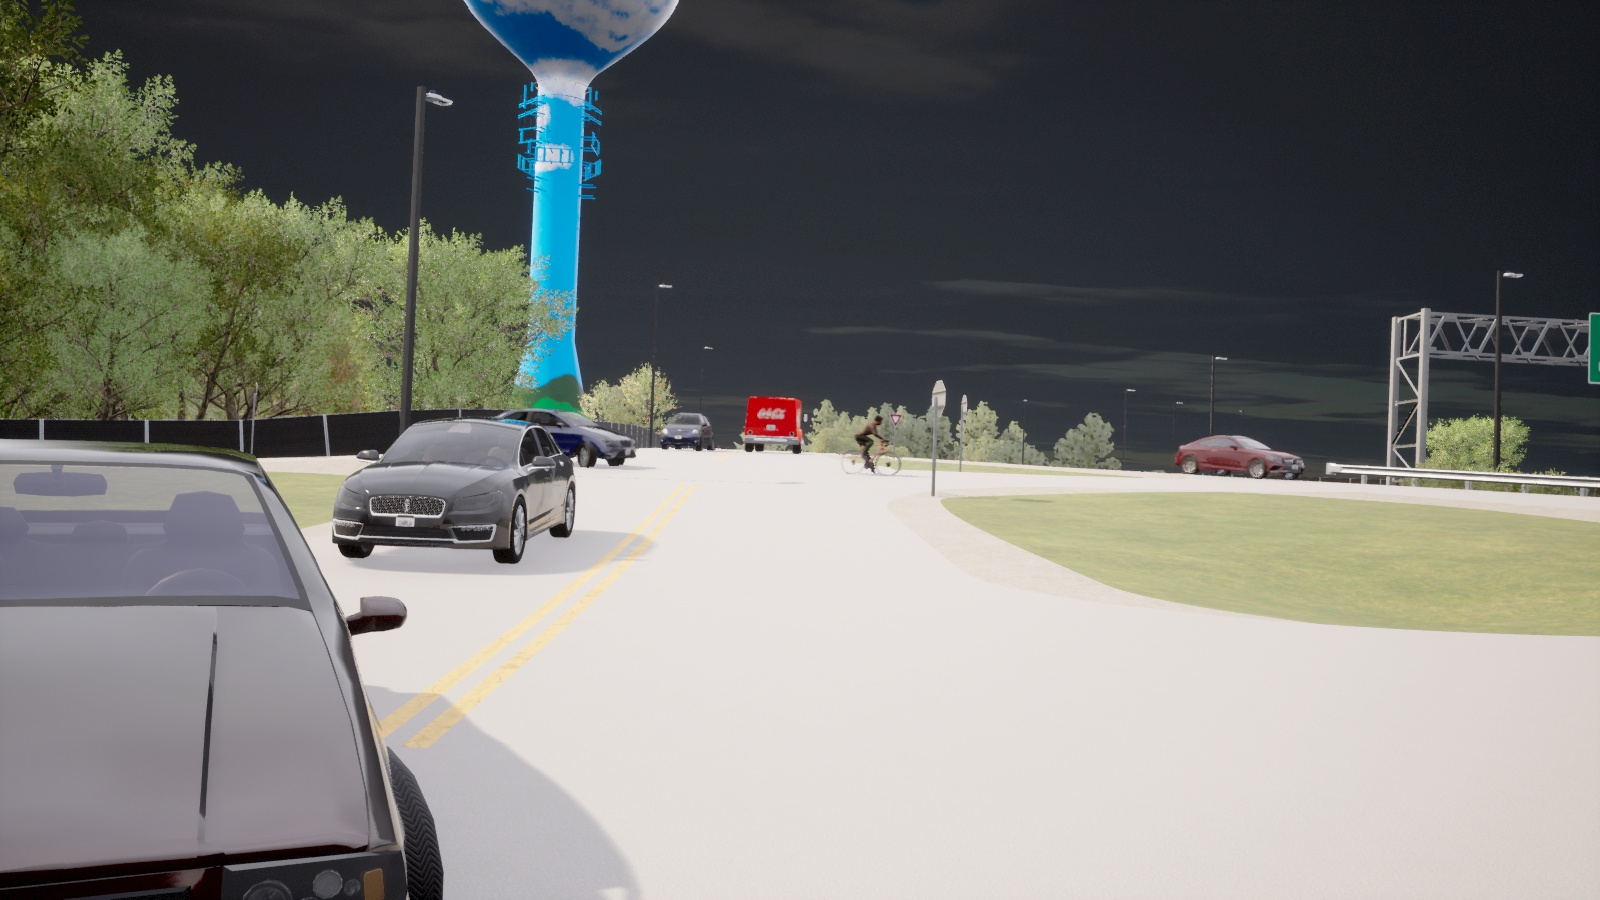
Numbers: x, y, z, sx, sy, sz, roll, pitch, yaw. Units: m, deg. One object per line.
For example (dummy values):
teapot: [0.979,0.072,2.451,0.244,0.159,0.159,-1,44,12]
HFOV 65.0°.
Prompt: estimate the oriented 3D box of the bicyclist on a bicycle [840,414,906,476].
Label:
bicyclist on a bicycle: [1.962,-0.137,33.817,1.656,1.620,0.582,2,0,15]

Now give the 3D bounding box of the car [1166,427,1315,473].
car: [15.030,-0.036,43.100,1.812,1.442,4.674,2,0,-31]

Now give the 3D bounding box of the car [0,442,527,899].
car: [-2.552,0.719,4.461,2.033,1.411,5.357,1,1,-24]

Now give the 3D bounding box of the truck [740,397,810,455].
truck: [-1.066,-1.082,57.449,2.627,2.467,5.204,1,1,5]

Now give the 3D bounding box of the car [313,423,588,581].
car: [-3.827,0.455,14.714,1.837,1.490,4.892,1,2,0]

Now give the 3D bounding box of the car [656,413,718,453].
car: [-4.789,-0.735,53.608,1.851,1.617,3.988,1,1,6]

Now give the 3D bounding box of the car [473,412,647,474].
car: [-6.359,-0.220,33.307,4.193,1.474,1.816,2,2,21]
